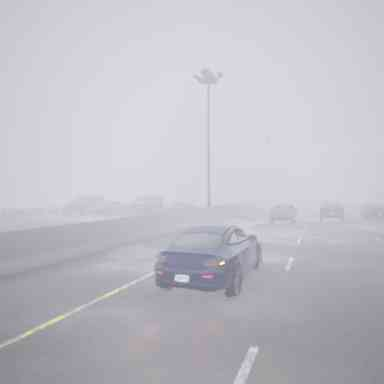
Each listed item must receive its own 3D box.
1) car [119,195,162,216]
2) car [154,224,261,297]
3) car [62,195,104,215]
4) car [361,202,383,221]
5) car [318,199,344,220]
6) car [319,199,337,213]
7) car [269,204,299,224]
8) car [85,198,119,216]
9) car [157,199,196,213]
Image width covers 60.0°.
[{"bbox_3d":[-4.790,1.379,34.364,2.150,2.045,5.566,0,0,21],"label":"car"},{"bbox_3d":[0.618,1.561,8.771,1.812,1.442,4.674,0,0,21],"label":"car"},{"bbox_3d":[-11.551,1.407,36.299,2.150,2.045,5.566,0,0,21],"label":"car"},{"bbox_3d":[15.433,1.595,27.903,1.812,1.442,4.674,0,0,21],"label":"car"},{"bbox_3d":[12.001,1.561,28.728,1.882,1.535,5.008,0,0,21],"label":"car"},{"bbox_3d":[16.419,1.623,40.303,1.837,1.490,4.892,0,0,21],"label":"car"},{"bbox_3d":[7.250,1.634,26.094,2.033,1.411,5.357,0,0,21],"label":"car"},{"bbox_3d":[-8.508,1.674,34.431,1.837,1.490,4.892,0,0,21],"label":"car"},{"bbox_3d":[-1.195,1.692,33.965,2.033,1.411,5.357,0,0,21],"label":"car"}]
